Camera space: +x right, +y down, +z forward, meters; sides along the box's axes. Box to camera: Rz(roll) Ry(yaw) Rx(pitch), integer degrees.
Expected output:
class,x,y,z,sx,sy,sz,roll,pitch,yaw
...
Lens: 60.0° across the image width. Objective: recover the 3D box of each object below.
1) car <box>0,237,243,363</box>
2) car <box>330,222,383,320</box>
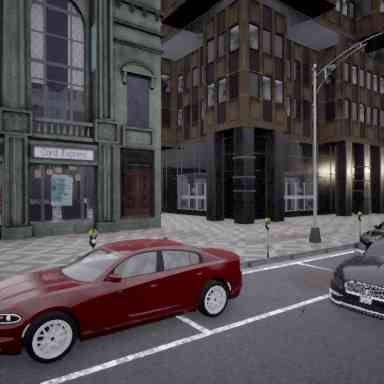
class,x,y,z,sx,sy,sz,roll,pitch,yaw
car,-1.116,1.545,5.856,4.507,1.381,1.887,0,0,-36
car,4.790,1.505,6.798,4.892,1.490,1.837,0,0,-36
